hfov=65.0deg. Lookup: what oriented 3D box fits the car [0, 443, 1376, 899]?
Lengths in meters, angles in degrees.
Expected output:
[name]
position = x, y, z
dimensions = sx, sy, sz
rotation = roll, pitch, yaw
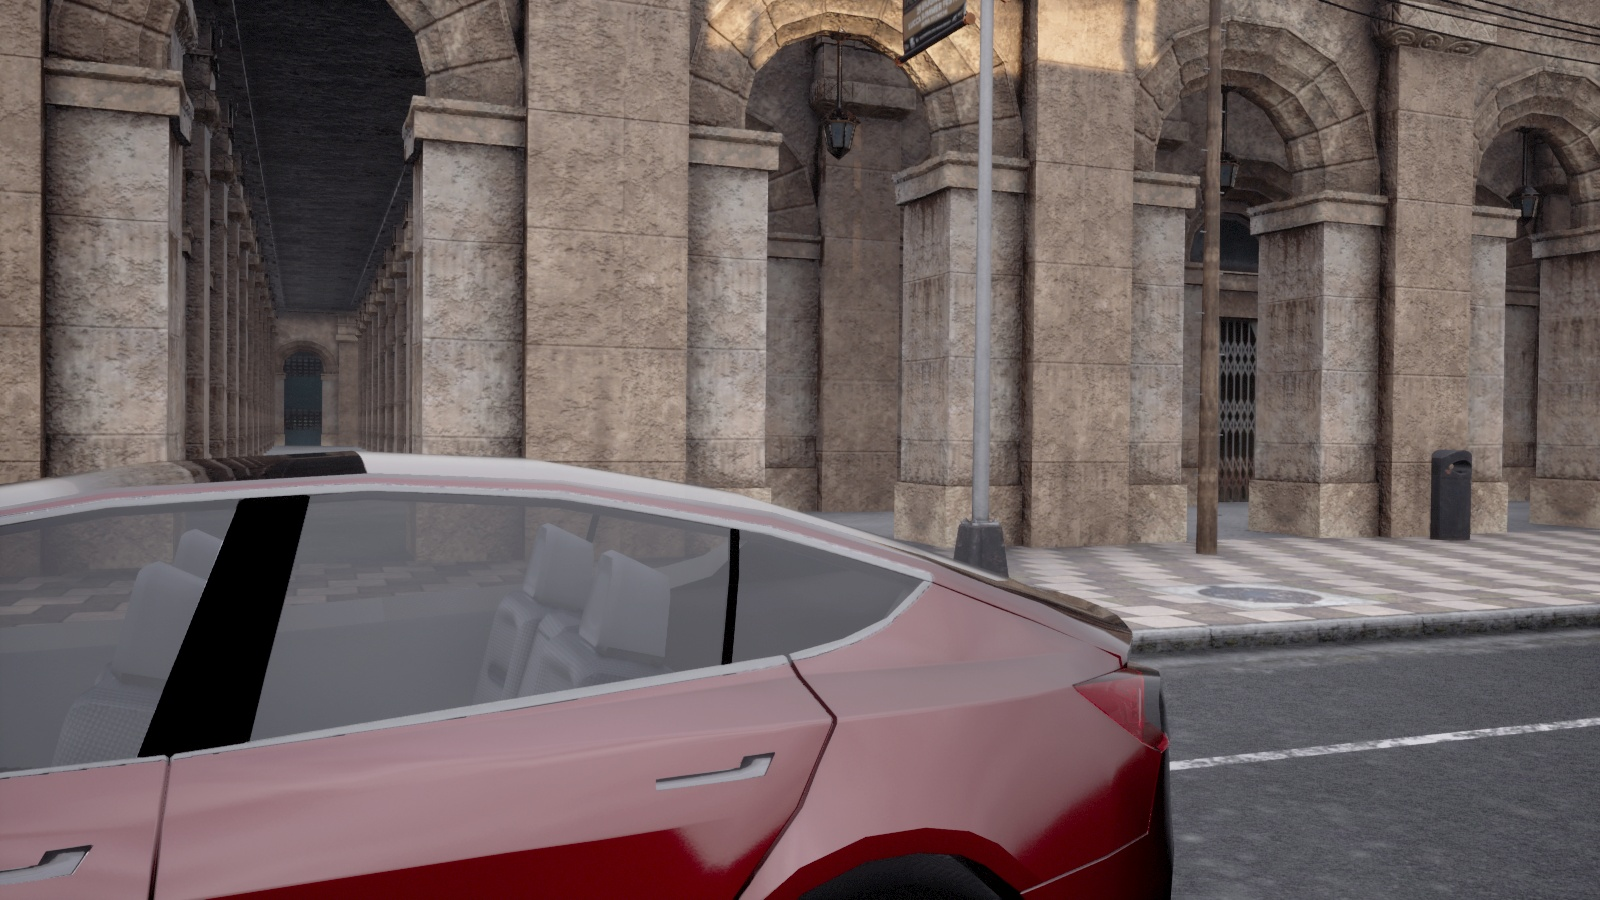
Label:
[car]
position = -1.450, 0.769, 2.707
dimensions = 4.792, 1.488, 2.163
rotation = -1, 1, -21
